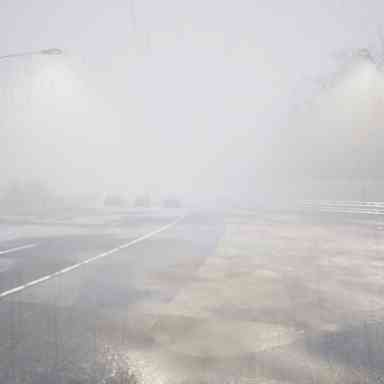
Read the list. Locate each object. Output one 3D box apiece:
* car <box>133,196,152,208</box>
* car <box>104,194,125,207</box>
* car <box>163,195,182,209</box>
[{"bbox_3d":[-5.704,1.116,38.660,2.033,1.411,5.357,0,1,-2],"label":"car"},{"bbox_3d":[-9.222,1.020,39.759,2.128,1.511,4.902,0,1,-2],"label":"car"},{"bbox_3d":[-2.182,1.088,37.387,1.882,1.535,5.008,0,1,-2],"label":"car"}]
